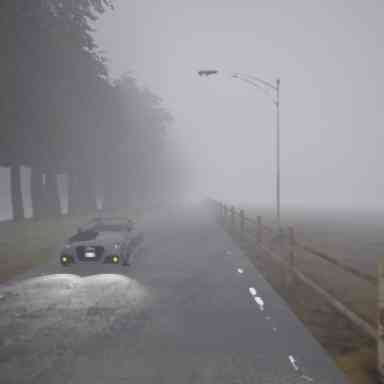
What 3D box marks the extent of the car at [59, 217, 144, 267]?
[{"bbox_3d":[-2.829,1.557,11.220,1.994,1.385,4.181,0,0,0],"label":"car"}]
